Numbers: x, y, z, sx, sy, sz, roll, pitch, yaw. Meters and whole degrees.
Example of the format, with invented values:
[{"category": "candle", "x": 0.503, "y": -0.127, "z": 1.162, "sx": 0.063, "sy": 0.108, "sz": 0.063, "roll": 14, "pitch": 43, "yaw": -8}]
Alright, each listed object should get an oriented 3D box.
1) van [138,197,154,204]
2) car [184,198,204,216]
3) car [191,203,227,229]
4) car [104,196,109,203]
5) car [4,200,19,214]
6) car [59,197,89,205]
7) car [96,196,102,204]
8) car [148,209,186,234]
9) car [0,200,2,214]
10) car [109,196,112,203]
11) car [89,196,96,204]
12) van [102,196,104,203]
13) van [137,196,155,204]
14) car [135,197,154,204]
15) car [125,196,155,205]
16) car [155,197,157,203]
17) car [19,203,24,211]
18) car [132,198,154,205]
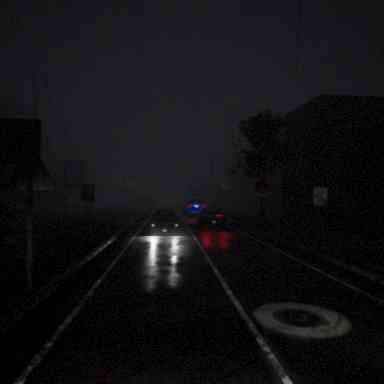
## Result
[{"category": "van", "x": -12.713, "y": 2.287, "z": 92.391, "sx": 4.442, "sy": 1.987, "sz": 1.878, "roll": 1, "pitch": -1, "yaw": -4}, {"category": "car", "x": 0.298, "y": 1.687, "z": 38.607, "sx": 2.150, "sy": 2.045, "sz": 5.566, "roll": 1, "pitch": 0, "yaw": -4}, {"category": "car", "x": 1.346, "y": 1.817, "z": 24.535, "sx": 2.128, "sy": 1.511, "sz": 4.902, "roll": 1, "pitch": -1, "yaw": -4}, {"category": "car", "x": -25.424, "y": 2.285, "z": 88.538, "sx": 4.674, "sy": 1.452, "sz": 2.002, "roll": 1, "pitch": -1, "yaw": -4}, {"category": "car", "x": -21.471, "y": 1.537, "z": 34.779, "sx": 5.008, "sy": 1.535, "sz": 2.097, "roll": 1, "pitch": -1, "yaw": -4}, {"category": "car", "x": -23.773, "y": 1.865, "z": 66.327, "sx": 5.008, "sy": 1.535, "sz": 2.097, "roll": 1, "pitch": -1, "yaw": -4}, {"category": "car", "x": -24.770, "y": 1.958, "z": 80.216, "sx": 4.553, "sy": 1.767, "sz": 2.185, "roll": 1, "pitch": -1, "yaw": -4}, {"category": "car", "x": -1.709, "y": 1.789, "z": 21.191, "sx": 2.033, "sy": 1.411, "sz": 5.357, "roll": 1, "pitch": -1, "yaw": -4}, {"category": "car", "x": -21.221, "y": 1.505, "z": 31.515, "sx": 4.892, "sy": 1.521, "sz": 2.231, "roll": 1, "pitch": -1, "yaw": -4}, {"category": "car", "x": -25.449, "y": 2.300, "z": 91.329, "sx": 5.366, "sy": 1.575, "sz": 1.946, "roll": 1, "pitch": -1, "yaw": -4}, {"category": "car", "x": -24.191, "y": 1.942, "z": 71.879, "sx": 5.008, "sy": 1.535, "sz": 2.097, "roll": 1, "pitch": -1, "yaw": -4}, {"category": "van", "x": -25.121, "y": 1.907, "z": 82.979, "sx": 4.442, "sy": 1.987, "sz": 1.878, "roll": 1, "pitch": -1, "yaw": -4}, {"category": "van", "x": -12.061, "y": 2.180, "z": 86.818, "sx": 4.442, "sy": 1.987, "sz": 1.878, "roll": 1, "pitch": -1, "yaw": -4}, {"category": "car", "x": -11.938, "y": 2.223, "z": 84.014, "sx": 4.553, "sy": 1.767, "sz": 2.185, "roll": 1, "pitch": -1, "yaw": -4}, {"category": "car", "x": -10.932, "y": 2.116, "z": 70.038, "sx": 4.892, "sy": 1.521, "sz": 2.231, "roll": 1, "pitch": -1, "yaw": -4}, {"category": "car", "x": -11.168, "y": 1.903, "z": 72.833, "sx": 5.566, "sy": 2.045, "sz": 2.435, "roll": 1, "pitch": -1, "yaw": -4}, {"category": "car", "x": -21.694, "y": 1.609, "z": 37.919, "sx": 4.674, "sy": 1.452, "sz": 2.002, "roll": 1, "pitch": -1, "yaw": -4}, {"category": "car", "x": -11.562, "y": 2.246, "z": 78.419, "sx": 4.892, "sy": 1.521, "sz": 2.231, "roll": 1, "pitch": -1, "yaw": -4}]
